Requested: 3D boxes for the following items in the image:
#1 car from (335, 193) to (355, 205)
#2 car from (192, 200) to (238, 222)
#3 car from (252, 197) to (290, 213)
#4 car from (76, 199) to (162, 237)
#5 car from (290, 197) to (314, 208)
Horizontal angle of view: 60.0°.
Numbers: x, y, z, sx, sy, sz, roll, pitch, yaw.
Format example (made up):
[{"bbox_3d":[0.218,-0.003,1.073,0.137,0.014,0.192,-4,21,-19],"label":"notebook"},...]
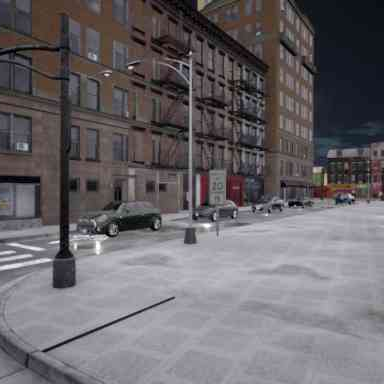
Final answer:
[{"bbox_3d":[22.878,0.952,49.537,2.097,1.767,4.553,0,1,36],"label":"car"},{"bbox_3d":[1.740,1.303,24.759,1.837,1.490,4.892,0,1,36],"label":"car"},{"bbox_3d":[7.561,1.221,32.845,2.128,1.511,4.902,0,1,36],"label":"car"},{"bbox_3d":[-3.666,1.216,17.286,2.097,1.767,4.553,0,1,37],"label":"car"},{"bbox_3d":[13.432,1.266,40.946,1.895,1.301,4.718,0,1,36],"label":"car"}]
